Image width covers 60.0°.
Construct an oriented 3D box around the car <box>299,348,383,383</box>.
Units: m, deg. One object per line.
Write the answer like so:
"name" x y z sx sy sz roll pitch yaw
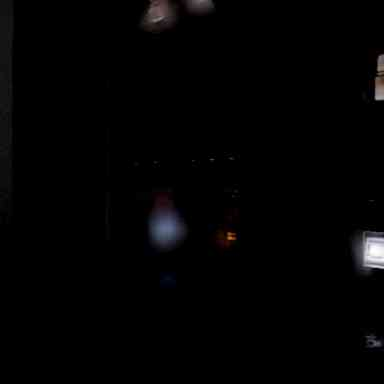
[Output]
"car" 2.234 1.433 1.261 4.097 1.590 1.967 0 1 36
